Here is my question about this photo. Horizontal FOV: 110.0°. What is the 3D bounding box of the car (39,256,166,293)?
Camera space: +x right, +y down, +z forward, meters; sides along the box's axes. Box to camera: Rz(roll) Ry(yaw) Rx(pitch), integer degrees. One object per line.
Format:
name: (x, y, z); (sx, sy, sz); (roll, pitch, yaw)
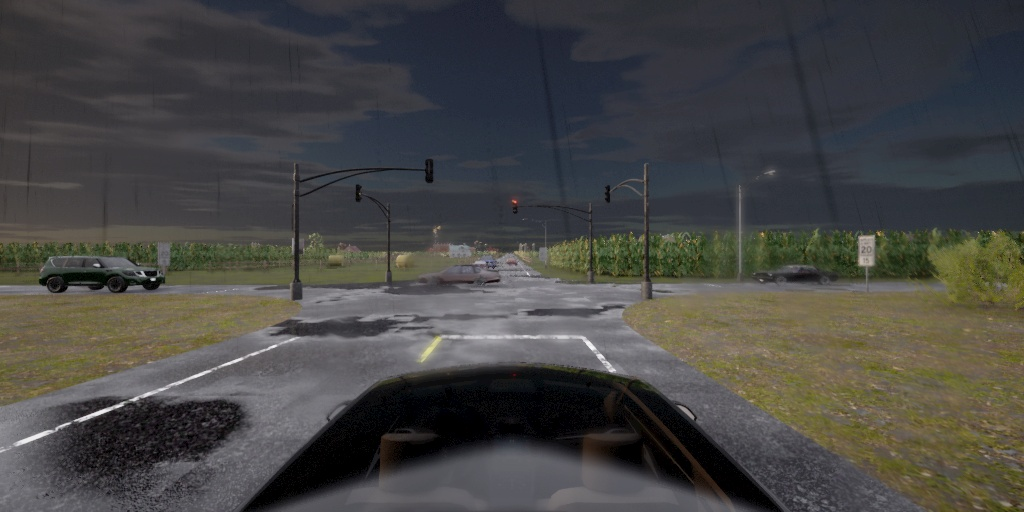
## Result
car: (-23.374, 1.007, 20.569); (5.566, 2.045, 2.150); (0, 0, 0)

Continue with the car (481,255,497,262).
car: (-3.597, 0.926, 51.752); (2.150, 2.045, 5.566); (0, 0, -1)

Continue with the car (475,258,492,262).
car: (-3.604, 1.246, 41.235); (1.812, 1.442, 4.674); (0, 0, 0)

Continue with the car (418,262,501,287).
car: (-3.371, 1.292, 23.659); (5.357, 1.411, 2.033); (0, 0, -1)

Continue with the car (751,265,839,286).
car: (18.726, 1.291, 23.869); (4.718, 1.301, 1.895); (0, 0, -3)

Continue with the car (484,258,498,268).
car: (-3.579, 1.172, 61.909); (2.128, 1.511, 4.902); (0, 0, 1)
